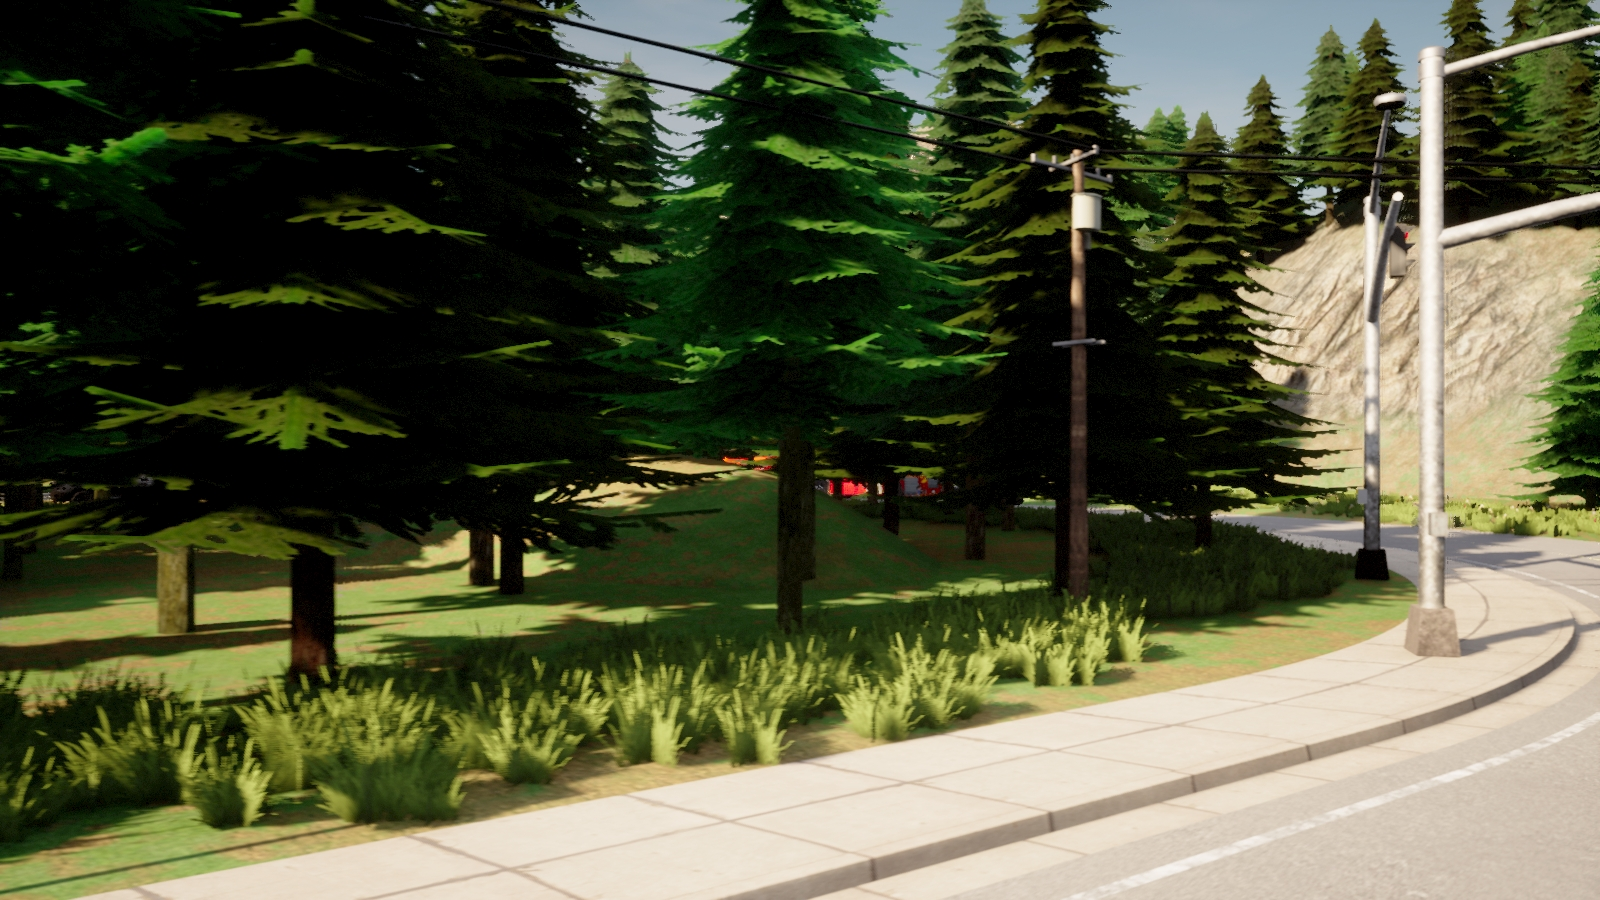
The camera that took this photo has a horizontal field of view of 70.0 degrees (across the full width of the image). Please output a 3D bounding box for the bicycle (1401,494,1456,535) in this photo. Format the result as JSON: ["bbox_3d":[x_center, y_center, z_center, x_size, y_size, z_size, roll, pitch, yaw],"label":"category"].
[{"bbox_3d":[20.997,2.155,38.205,0.859,1.276,1.487,0,0,-11],"label":"bicycle"}]

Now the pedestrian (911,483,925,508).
[{"bbox_3d":[5.383,2.071,52.107,0.500,1.100,0.500,0,0,27],"label":"pedestrian"}]
